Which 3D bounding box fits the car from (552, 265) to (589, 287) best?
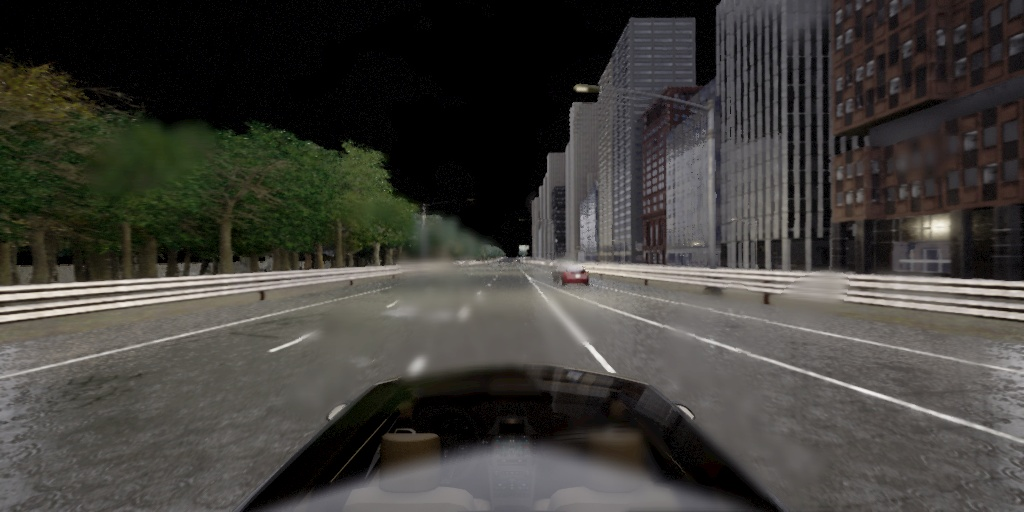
[{"bbox_3d":[4.374,1.440,27.048,2.163,1.488,4.792,0,-1,-4],"label":"car"}]
